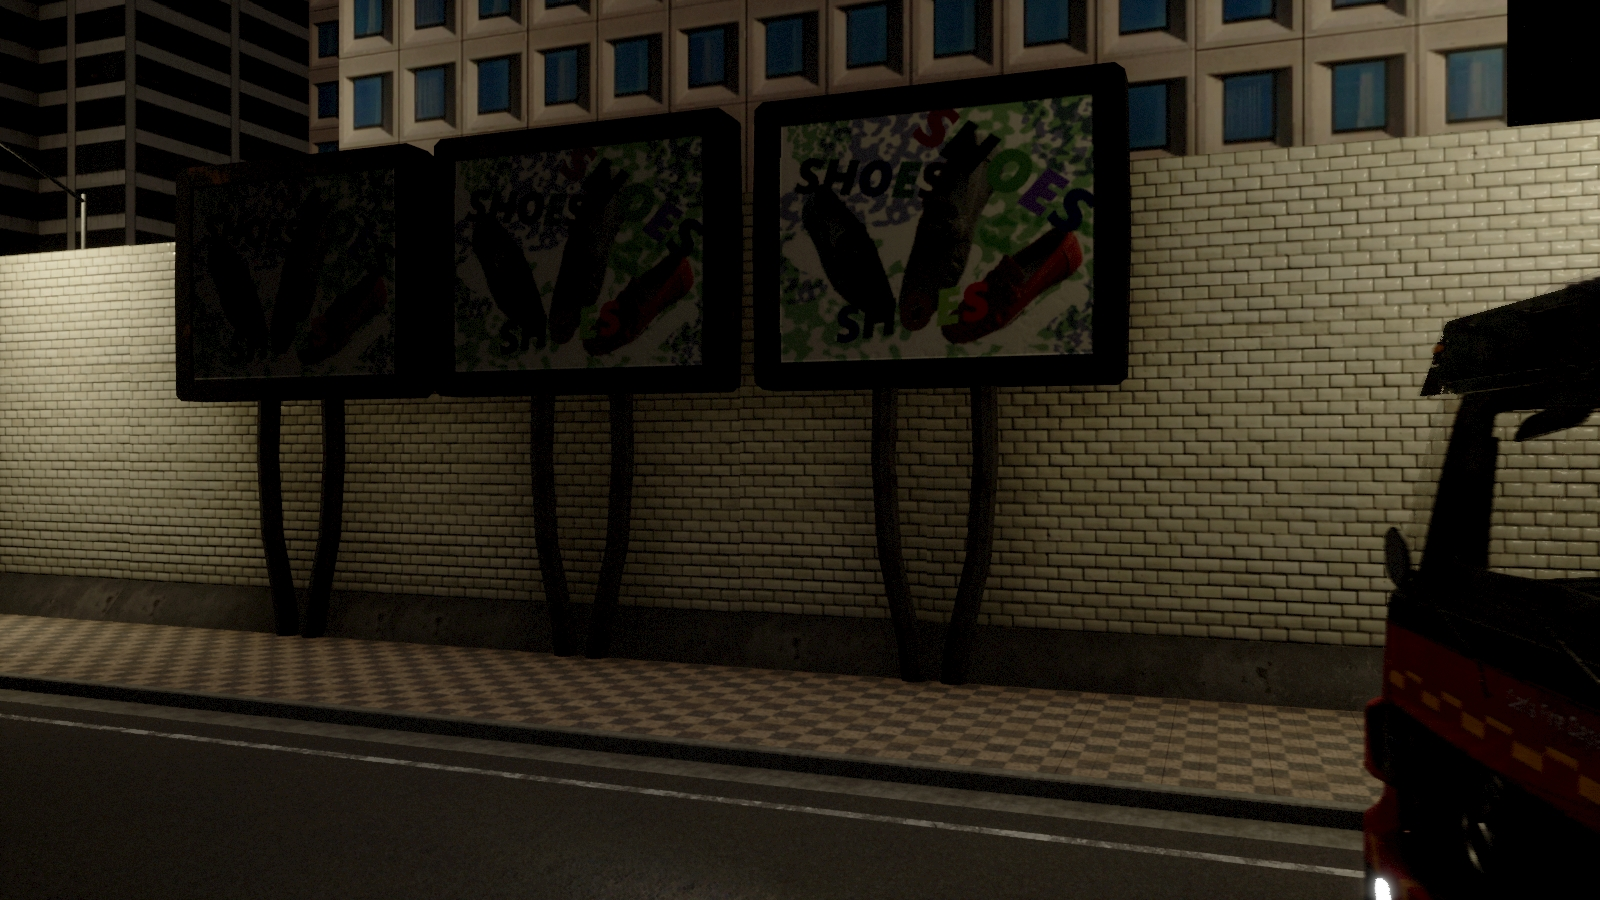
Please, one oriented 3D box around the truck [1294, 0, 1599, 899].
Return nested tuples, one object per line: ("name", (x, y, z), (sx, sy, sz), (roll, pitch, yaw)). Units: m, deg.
("truck", (6.305, 0.835, 3.357), (8.468, 3.827, 2.891), (0, 0, 10))
